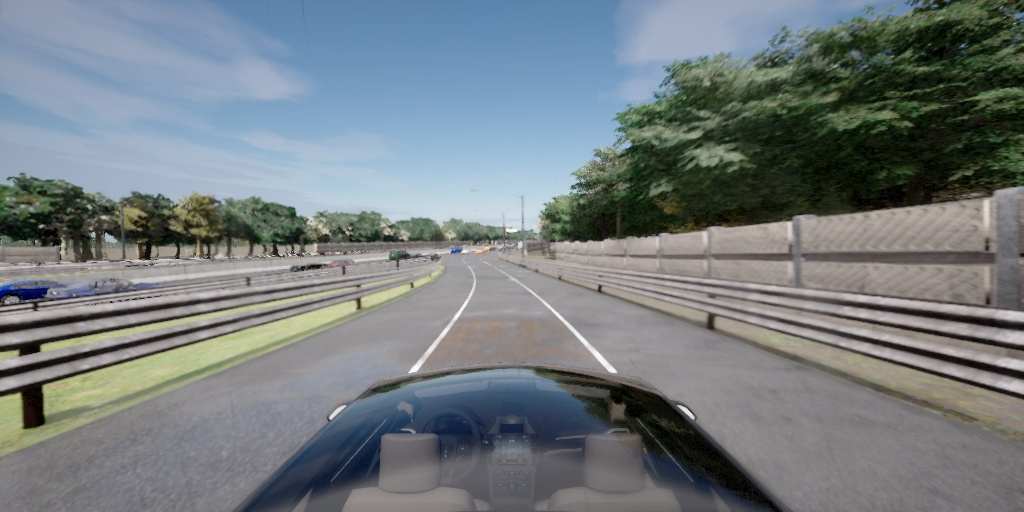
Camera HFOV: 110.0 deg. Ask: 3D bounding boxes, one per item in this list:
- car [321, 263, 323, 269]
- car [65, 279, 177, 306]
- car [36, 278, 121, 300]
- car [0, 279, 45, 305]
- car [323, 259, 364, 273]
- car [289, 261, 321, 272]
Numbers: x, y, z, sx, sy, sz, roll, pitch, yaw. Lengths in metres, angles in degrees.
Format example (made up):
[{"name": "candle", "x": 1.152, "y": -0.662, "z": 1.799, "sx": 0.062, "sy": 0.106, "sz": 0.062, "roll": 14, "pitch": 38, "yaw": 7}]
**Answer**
[{"name": "car", "x": -22.931, "y": 1.195, "z": 48.106, "sx": 1.994, "sy": 1.385, "sz": 4.181, "roll": 0, "pitch": 3, "yaw": 13}, {"name": "car", "x": -24.880, "y": 2.332, "z": 23.367, "sx": 1.895, "sy": 1.301, "sz": 4.718, "roll": 0, "pitch": 3, "yaw": 13}, {"name": "car", "x": -28.117, "y": 2.255, "z": 24.928, "sx": 2.033, "sy": 1.411, "sz": 5.357, "roll": 0, "pitch": 3, "yaw": 13}, {"name": "car", "x": -31.904, "y": 2.254, "z": 24.032, "sx": 1.882, "sy": 1.535, "sz": 5.008, "roll": 0, "pitch": 3, "yaw": 13}, {"name": "car", "x": -20.269, "y": 1.141, "z": 43.981, "sx": 2.097, "sy": 1.767, "sz": 4.553, "roll": 0, "pitch": 3, "yaw": 13}, {"name": "car", "x": -26.712, "y": 1.316, "z": 47.239, "sx": 1.895, "sy": 1.301, "sz": 4.718, "roll": 0, "pitch": 3, "yaw": 13}]
